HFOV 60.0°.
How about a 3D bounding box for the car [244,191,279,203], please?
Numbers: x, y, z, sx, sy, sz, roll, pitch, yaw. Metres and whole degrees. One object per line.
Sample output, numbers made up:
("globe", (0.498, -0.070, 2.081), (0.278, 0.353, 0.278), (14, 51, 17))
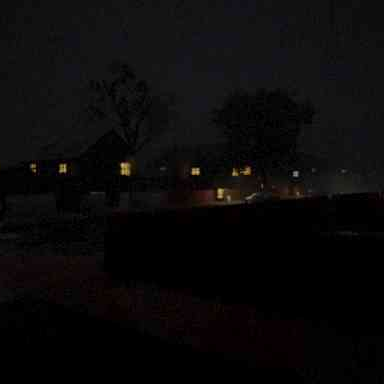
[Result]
("car", (7.049, 0.690, 33.543), (2.128, 1.511, 4.902), (2, 2, 40))

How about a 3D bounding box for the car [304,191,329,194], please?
("car", (17.031, 0.028, 45.212), (2.033, 1.411, 5.357), (2, 2, 40))
